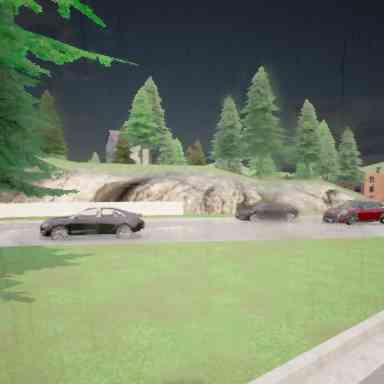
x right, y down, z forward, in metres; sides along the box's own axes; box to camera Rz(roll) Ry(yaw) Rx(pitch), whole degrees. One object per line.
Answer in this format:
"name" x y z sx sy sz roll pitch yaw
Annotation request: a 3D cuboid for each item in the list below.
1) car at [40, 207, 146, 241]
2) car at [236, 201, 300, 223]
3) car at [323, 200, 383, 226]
"car" -4.740 1.492 16.228 4.902 1.511 2.128 0 0 -11
"car" 5.742 1.503 25.274 4.892 1.490 1.837 0 1 -13
"car" 11.467 1.350 23.271 4.553 1.767 2.097 0 0 -20
